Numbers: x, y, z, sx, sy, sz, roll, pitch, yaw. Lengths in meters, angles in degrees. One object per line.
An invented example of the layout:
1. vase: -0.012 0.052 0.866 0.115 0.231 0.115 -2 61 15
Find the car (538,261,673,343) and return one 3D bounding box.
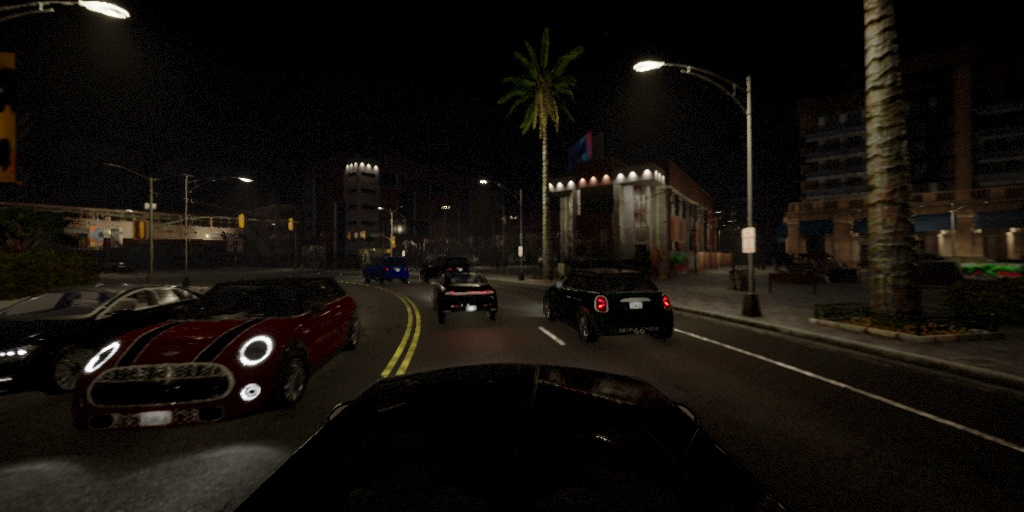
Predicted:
1. car: 2.366 1.128 10.030 2.097 1.767 4.553 0 0 -10

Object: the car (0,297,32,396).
1. car: -7.721 1.309 6.696 2.128 1.511 4.902 0 0 -11

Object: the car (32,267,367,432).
1. car: -4.146 1.146 6.033 2.097 1.767 4.553 0 0 -9

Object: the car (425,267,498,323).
1. car: -1.796 1.302 12.637 2.128 1.511 4.902 0 0 -15

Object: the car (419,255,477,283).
1. car: -5.208 1.124 27.842 2.150 2.045 5.566 0 -1 -35

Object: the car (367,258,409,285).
1. car: -10.050 1.154 28.461 2.150 2.045 5.566 0 0 -38
